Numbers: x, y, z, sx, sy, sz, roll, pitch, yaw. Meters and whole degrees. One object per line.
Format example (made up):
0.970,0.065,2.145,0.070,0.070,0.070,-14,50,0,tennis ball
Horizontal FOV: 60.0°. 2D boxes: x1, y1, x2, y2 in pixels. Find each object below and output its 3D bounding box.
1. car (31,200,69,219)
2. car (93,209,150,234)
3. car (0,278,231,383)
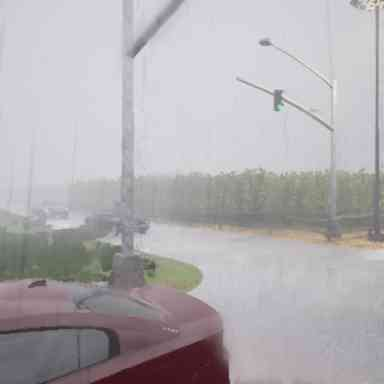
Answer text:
-12.255,1.447,28.605,2.097,1.767,4.553,0,0,-39,car
-4.327,1.674,18.934,1.895,1.301,4.718,0,0,-39,car
-1.979,1.520,2.363,5.008,1.535,1.882,0,0,-35,car
